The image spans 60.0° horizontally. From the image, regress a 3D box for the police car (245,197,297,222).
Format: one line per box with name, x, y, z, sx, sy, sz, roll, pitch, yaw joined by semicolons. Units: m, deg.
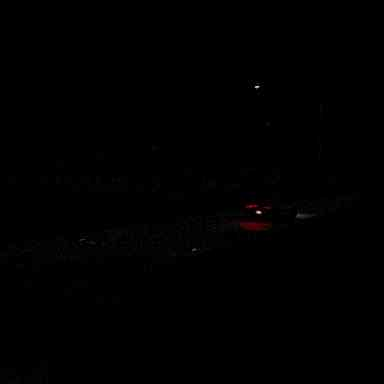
police car;5.377;1.031;21.892;2.038;1.542;4.974;2;2;35
